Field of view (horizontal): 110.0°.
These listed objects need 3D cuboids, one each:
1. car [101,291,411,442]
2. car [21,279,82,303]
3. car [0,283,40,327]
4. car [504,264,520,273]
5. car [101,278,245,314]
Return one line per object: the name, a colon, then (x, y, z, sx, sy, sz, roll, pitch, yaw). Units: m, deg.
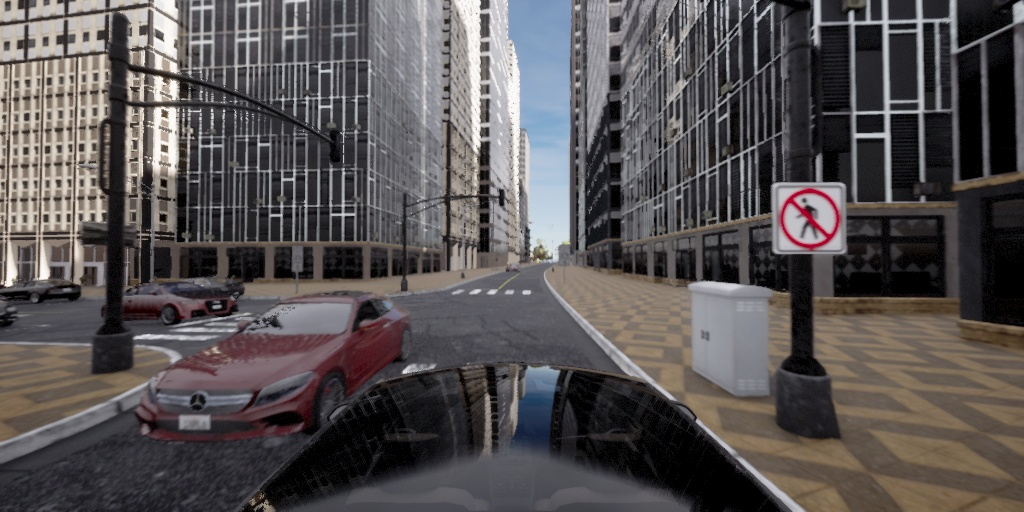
car: (-2.955, 1.324, 5.687, 1.812, 1.442, 4.674, 0, -1, 0)
car: (-28.093, 2.058, 21.318, 4.313, 1.339, 1.948, 0, 0, 9)
car: (-18.222, 1.681, 11.355, 4.403, 1.370, 2.007, 0, 0, 9)
car: (0.085, 1.895, 55.678, 1.812, 1.442, 4.674, 0, 0, 6)
car: (-12.207, 1.626, 12.896, 4.181, 1.385, 1.994, -1, -1, 12)
